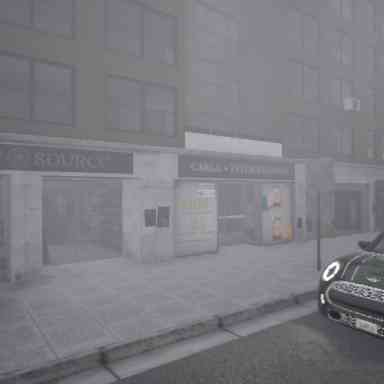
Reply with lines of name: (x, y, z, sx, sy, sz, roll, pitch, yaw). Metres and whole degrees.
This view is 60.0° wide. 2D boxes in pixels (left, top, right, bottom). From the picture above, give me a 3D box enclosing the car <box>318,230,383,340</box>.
car: (4.368, 1.352, 6.121, 4.553, 1.767, 2.097, 0, 0, -35)
